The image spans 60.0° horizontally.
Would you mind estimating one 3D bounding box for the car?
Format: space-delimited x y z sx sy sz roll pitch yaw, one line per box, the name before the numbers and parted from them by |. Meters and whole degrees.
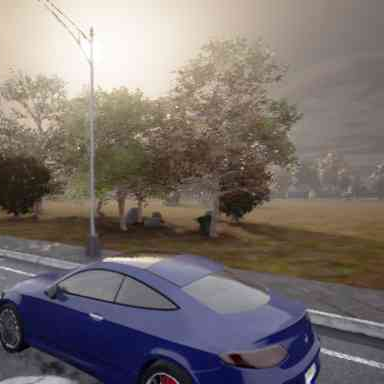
car | -0.760 1.523 4.471 4.674 1.442 1.812 0 0 35
